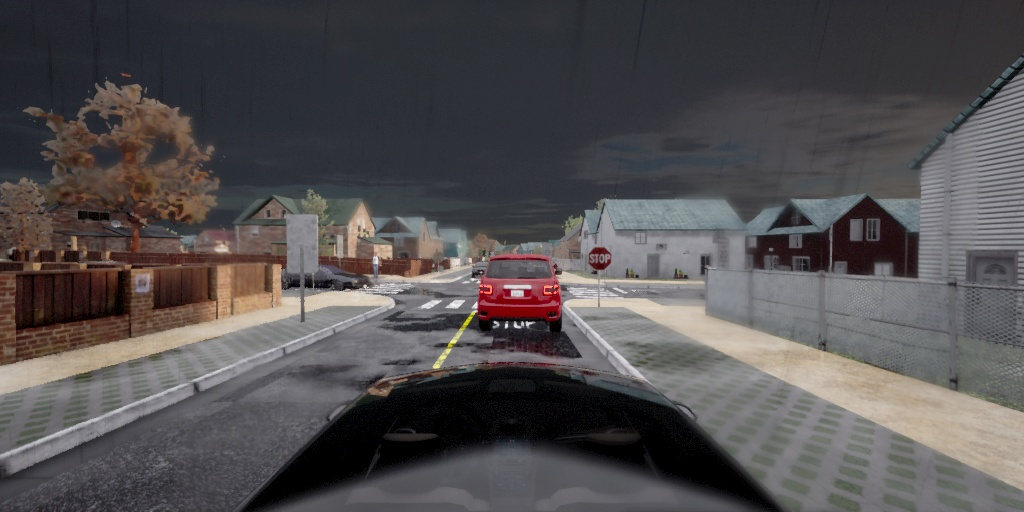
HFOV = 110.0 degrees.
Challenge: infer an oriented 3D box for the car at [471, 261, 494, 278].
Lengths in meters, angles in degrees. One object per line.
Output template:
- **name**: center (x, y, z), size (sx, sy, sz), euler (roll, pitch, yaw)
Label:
- **car**: center (-2.766, 1.247, 34.731), size (1.837, 1.490, 4.892), euler (0, 0, 0)

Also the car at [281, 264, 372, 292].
- **car**: center (-10.436, 1.144, 19.281), size (5.357, 1.411, 2.033), euler (1, 1, 6)

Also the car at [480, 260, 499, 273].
- **car**: center (-2.720, 1.284, 45.287), size (2.033, 1.411, 5.357), euler (0, 0, 0)

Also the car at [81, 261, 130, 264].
- **car**: center (-21.989, 0.955, 19.751), size (4.718, 1.301, 1.895), euler (1, 1, 1)

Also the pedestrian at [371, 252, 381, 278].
- **pedestrian**: center (-9.619, 0.612, 25.370), size (0.375, 1.860, 0.375), euler (0, 0, 1)

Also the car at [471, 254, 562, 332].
- **car**: center (0.369, 0.969, 11.060), size (2.150, 2.045, 5.566), euler (0, 0, 5)
